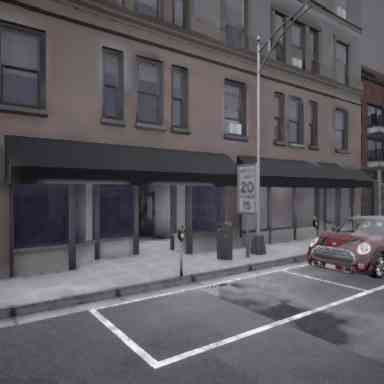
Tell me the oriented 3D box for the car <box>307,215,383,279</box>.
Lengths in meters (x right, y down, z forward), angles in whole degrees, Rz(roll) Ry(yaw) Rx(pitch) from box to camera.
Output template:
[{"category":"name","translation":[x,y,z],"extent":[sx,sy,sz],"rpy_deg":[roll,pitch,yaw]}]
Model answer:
[{"category":"car","translation":[5.281,1.440,9.954],"extent":[4.097,1.590,1.967],"rpy_deg":[0,0,-35]}]
